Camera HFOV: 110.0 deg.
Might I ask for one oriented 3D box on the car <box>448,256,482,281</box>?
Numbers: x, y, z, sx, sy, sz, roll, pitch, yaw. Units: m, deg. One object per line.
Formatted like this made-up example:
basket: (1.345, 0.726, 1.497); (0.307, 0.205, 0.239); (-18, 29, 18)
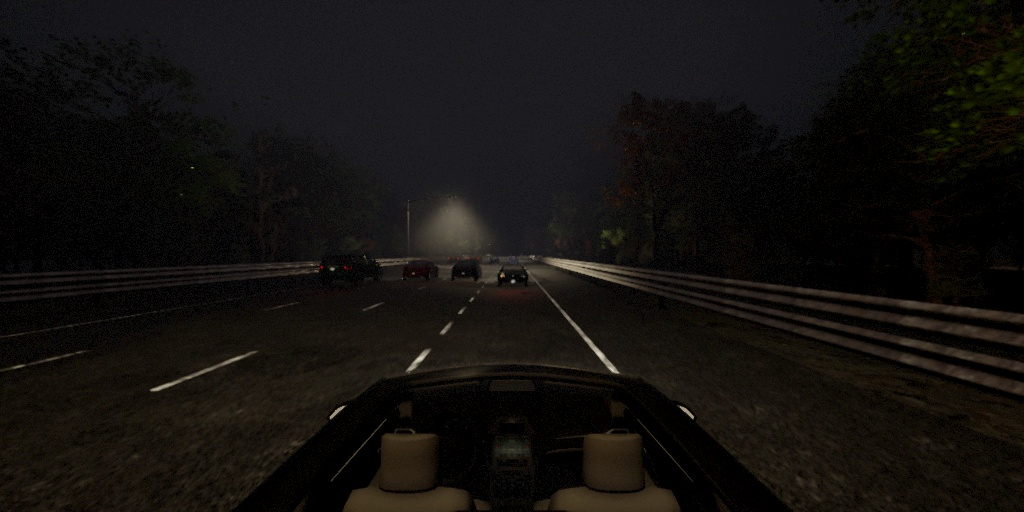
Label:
car: (-3.416, 1.046, 27.636); (1.882, 1.535, 5.008); (0, 1, 0)

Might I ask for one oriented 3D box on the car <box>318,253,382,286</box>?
car: (-10.434, 0.821, 23.527); (2.150, 2.045, 5.566); (0, 1, 0)

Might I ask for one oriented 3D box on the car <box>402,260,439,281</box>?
car: (-6.917, 1.046, 27.649); (1.882, 1.535, 5.008); (0, 1, 0)

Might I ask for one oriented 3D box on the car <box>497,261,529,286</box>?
car: (0.062, 1.200, 23.198); (1.895, 1.301, 4.718); (0, 0, 0)
